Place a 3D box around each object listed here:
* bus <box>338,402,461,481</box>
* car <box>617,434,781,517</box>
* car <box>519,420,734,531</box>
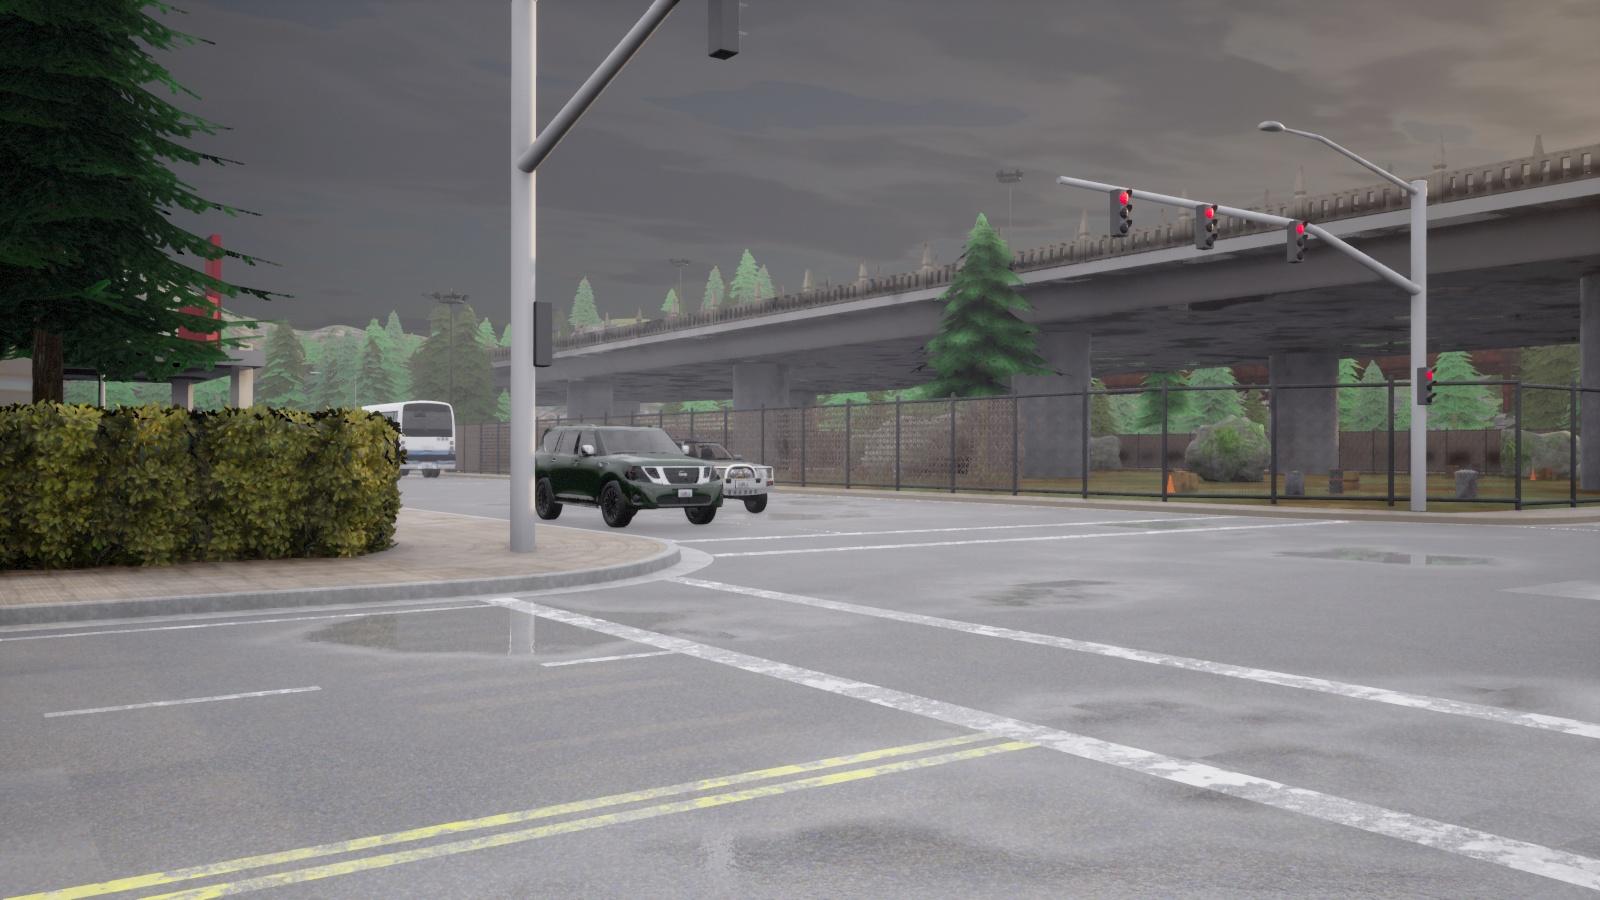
[{"bbox_3d":[-23.357,-0.459,72.808,3.944,4.253,10.273,0,0,-35],"label":"bus"},{"bbox_3d":[-2.549,0.586,30.481,1.932,1.855,4.605,0,0,-35],"label":"car"},{"bbox_3d":[-3.753,0.480,26.071,2.150,2.045,5.566,0,0,-35],"label":"car"}]
